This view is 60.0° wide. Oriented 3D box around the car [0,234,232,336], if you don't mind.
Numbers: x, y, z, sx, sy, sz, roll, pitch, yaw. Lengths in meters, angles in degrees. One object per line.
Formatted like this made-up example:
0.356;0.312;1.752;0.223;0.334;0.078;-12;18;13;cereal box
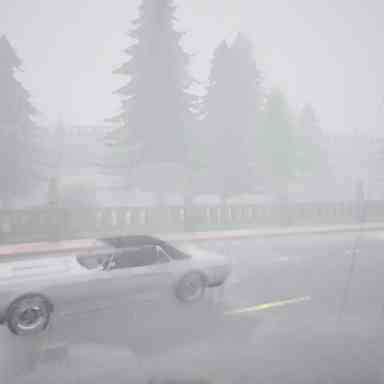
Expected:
-1.618;1.597;6.702;4.718;1.301;1.895;0;0;-29;car
